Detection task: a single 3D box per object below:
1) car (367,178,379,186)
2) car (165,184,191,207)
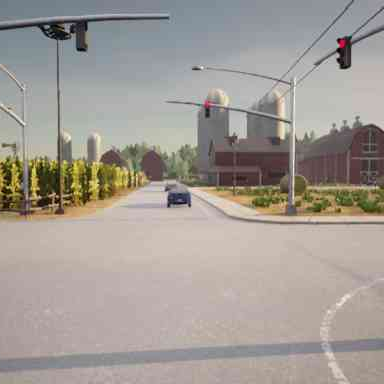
[{"bbox_3d":[42.337,-2.262,77.577,1.905,1.878,3.866,10,10,41],"label":"car"},{"bbox_3d":[-1.124,0.370,27.635,1.882,1.535,5.008,0,3,-5],"label":"car"}]
